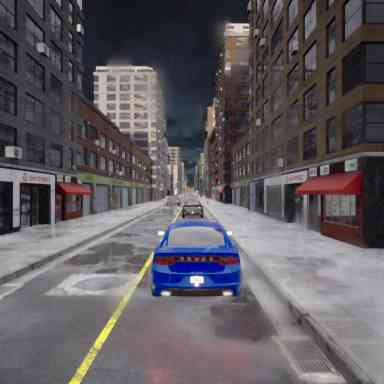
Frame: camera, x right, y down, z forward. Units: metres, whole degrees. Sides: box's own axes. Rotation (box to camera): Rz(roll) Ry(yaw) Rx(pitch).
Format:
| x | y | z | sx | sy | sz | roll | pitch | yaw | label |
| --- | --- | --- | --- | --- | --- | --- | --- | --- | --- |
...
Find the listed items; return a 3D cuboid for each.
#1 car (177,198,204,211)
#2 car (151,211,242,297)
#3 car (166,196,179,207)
| x | y | z | sx | sy | sz | roll | pitch | yaw | label |
| --- | --- | --- | --- | --- | --- | --- | --- | --- | --- |
| 0.061 | 1.500 | 29.770 | 2.128 | 1.511 | 4.902 | 0 | 0 | 0 | car |
| 0.088 | 1.479 | 8.641 | 1.882 | 1.535 | 5.008 | 0 | 0 | 0 | car |
| -2.859 | 1.378 | 51.010 | 2.097 | 1.767 | 4.553 | 0 | 0 | 0 | car |
